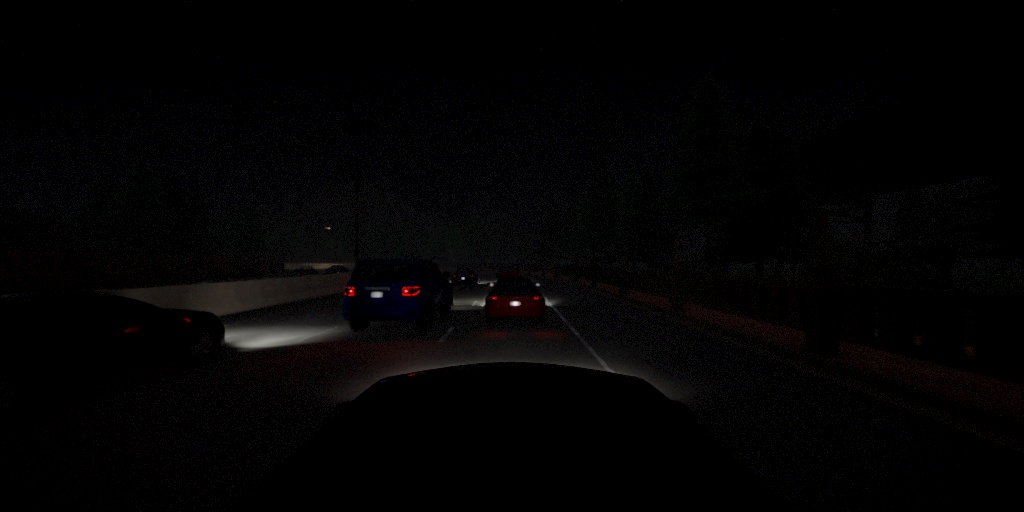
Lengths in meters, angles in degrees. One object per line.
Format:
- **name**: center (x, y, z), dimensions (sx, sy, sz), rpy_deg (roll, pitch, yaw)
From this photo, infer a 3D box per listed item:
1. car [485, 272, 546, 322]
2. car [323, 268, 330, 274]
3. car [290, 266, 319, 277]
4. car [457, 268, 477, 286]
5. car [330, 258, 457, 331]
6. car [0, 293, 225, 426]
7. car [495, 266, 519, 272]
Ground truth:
- **car**: center (0.103, 1.463, 13.001), dimensions (1.994, 1.385, 4.181), rpy_deg (0, -1, 0)
- **car**: center (-19.731, 1.788, 40.503), dimensions (1.812, 1.442, 4.674), rpy_deg (0, -1, -12)
- **car**: center (-23.290, 1.825, 40.376), dimensions (1.994, 1.385, 4.181), rpy_deg (0, -1, -12)
- **car**: center (-3.811, 1.671, 28.828), dimensions (1.994, 1.385, 4.181), rpy_deg (0, -1, -4)
- **car**: center (-3.397, 1.103, 11.702), dimensions (2.150, 2.045, 5.566), rpy_deg (0, -1, 0)
- **car**: center (-6.899, 1.305, 5.471), dimensions (1.837, 1.490, 4.892), rpy_deg (0, -1, 0)
- **car**: center (-0.379, 1.598, 29.854), dimensions (1.882, 1.535, 5.008), rpy_deg (0, -1, -5)
